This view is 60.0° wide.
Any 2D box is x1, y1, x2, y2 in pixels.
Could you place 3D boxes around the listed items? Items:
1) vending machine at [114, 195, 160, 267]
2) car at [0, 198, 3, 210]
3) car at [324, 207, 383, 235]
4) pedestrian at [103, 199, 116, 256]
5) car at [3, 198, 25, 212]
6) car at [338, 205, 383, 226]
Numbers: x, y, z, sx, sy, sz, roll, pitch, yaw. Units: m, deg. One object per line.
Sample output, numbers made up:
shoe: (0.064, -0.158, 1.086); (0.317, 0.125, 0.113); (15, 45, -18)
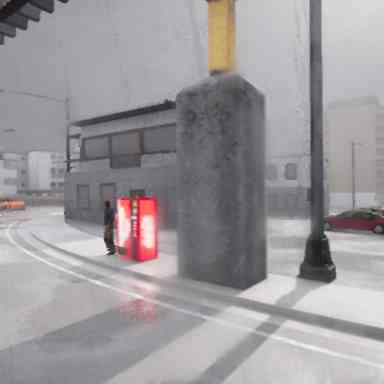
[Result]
vending machine: (-1.725, 1.159, 10.495); (1.100, 2.100, 0.880); (-1, 0, -45)
car: (-19.156, 1.442, 29.674); (2.128, 1.511, 4.902); (0, -1, -10)
car: (10.493, 1.867, 21.256); (5.357, 1.415, 2.033); (0, 0, 35)
pedestrian: (-2.651, 1.102, 10.632); (0.375, 1.860, 0.375); (1, -1, -44)
car: (-23.092, 1.524, 41.645); (2.097, 1.767, 4.553); (0, -1, 7)
car: (15.775, 2.031, 29.155); (5.027, 1.636, 2.152); (-1, 0, 35)
